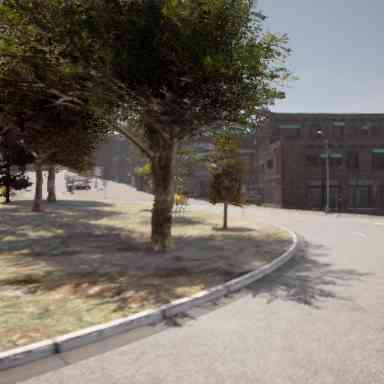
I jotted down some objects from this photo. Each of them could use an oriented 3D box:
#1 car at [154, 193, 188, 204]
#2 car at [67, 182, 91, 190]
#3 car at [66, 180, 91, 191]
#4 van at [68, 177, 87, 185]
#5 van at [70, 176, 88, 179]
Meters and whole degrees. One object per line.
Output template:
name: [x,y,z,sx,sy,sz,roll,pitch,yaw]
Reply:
car: [-2.983,0.823,46.011,5.008,1.535,1.882,3,1,31]
car: [-25.055,-1.363,74.036,4.674,1.452,2.002,-1,6,-40]
car: [-24.008,-1.141,71.188,4.892,1.521,2.231,-1,5,-40]
van: [-30.417,-2.932,88.159,4.442,1.987,1.878,-1,6,-40]
van: [-27.073,-2.153,79.782,4.442,1.987,1.878,-1,6,-40]
